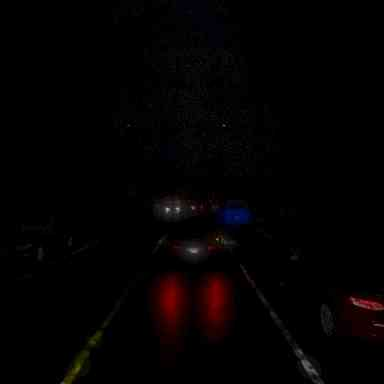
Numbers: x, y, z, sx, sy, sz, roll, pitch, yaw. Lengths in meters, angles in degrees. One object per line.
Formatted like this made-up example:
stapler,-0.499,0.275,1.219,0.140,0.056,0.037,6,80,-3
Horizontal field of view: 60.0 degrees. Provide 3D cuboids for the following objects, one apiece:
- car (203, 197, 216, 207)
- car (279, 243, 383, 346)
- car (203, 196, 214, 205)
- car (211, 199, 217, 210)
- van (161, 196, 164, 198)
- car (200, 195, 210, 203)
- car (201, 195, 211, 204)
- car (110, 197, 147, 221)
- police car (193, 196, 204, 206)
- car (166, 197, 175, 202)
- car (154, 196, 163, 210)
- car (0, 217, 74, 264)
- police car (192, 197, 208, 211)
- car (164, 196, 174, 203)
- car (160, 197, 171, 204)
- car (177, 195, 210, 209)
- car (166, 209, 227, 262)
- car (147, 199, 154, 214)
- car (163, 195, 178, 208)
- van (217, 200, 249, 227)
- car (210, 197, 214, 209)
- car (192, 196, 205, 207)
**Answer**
car,3.013,1.634,57.009,1.967,1.590,4.097,0,0,0
car,2.873,1.611,6.248,1.802,1.307,4.206,0,0,0
car,3.029,1.655,62.647,1.967,1.590,4.097,0,0,0
car,2.937,1.642,28.979,1.752,1.417,4.829,0,0,0
van,-5.496,1.557,62.686,1.690,1.788,3.998,0,0,0
car,3.075,1.607,79.566,2.192,1.841,5.009,0,0,0
car,3.059,1.579,73.927,2.192,1.841,5.009,0,0,0
car,-5.589,1.432,28.854,2.192,1.841,5.009,0,0,0
police car,1.064,1.633,60.519,1.930,1.638,5.238,0,0,0
car,-5.435,1.865,85.241,1.887,1.381,4.507,0,0,0
car,-5.544,1.688,45.561,1.752,1.417,4.829,0,0,1
car,-5.637,1.606,11.934,2.008,1.369,4.403,0,0,0
police car,1.020,1.584,44.518,1.930,1.638,5.238,0,0,0
car,-5.451,1.732,79.603,1.967,1.590,4.097,0,0,0
car,-5.481,1.804,68.324,1.947,1.339,4.313,0,0,0
car,0.142,1.339,28.606,2.150,2.045,5.566,0,0,1
car,0.086,1.582,12.280,1.812,1.442,4.674,0,0,1
car,-5.574,1.449,34.494,2.192,1.841,5.009,0,0,0
car,-2.938,1.656,52.125,1.882,1.535,5.008,0,0,0
van,2.920,1.439,23.168,1.690,1.788,3.998,0,0,0
car,2.975,1.672,40.292,1.752,1.417,4.829,0,0,1
car,1.046,1.537,54.380,2.097,1.767,4.553,0,0,0
